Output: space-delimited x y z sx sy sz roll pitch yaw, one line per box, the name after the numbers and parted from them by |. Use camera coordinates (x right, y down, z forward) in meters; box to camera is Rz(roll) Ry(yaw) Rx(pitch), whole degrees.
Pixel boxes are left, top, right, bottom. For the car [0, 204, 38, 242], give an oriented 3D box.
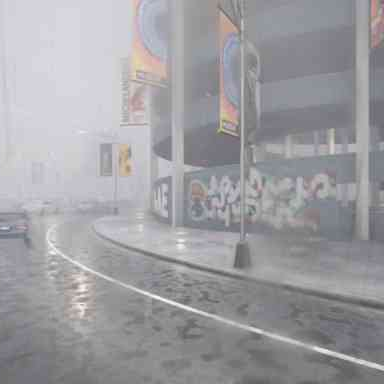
-8.698 1.545 15.972 2.033 1.411 5.357 0 0 -24 | car

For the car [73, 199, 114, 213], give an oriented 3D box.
-10.754 1.596 36.691 1.895 1.301 4.718 0 0 11 | car

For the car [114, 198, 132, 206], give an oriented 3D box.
-11.823 1.594 52.910 1.895 1.301 4.718 0 0 31 | car

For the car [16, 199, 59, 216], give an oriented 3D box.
-14.762 1.521 32.513 1.812 1.442 4.674 0 0 3 | car
